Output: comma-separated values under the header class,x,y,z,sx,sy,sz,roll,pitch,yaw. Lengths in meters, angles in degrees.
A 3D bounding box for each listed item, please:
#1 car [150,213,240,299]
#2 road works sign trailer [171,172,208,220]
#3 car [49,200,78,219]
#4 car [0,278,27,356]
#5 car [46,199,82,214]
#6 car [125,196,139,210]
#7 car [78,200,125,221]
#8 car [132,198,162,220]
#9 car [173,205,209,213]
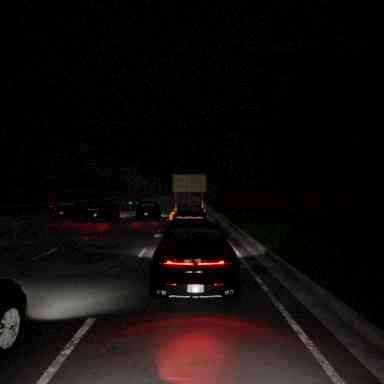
class,x,y,z,sx,sy,sz,roll,pitch,yaw
car,0.047,1.505,8.463,1.837,1.490,4.892,0,0,0
road works sign trailer,-0.187,0.464,22.721,2.380,3.560,2.880,0,0,-3
car,-10.632,1.525,29.390,1.812,1.442,4.674,0,0,-1
car,-3.414,1.504,3.143,1.837,1.490,4.892,0,0,0
car,-14.205,1.547,37.422,2.033,1.411,5.357,0,0,-1
car,-7.236,1.352,41.100,2.097,1.767,4.553,0,0,-1
car,-7.106,1.489,26.787,2.128,1.511,4.902,0,0,-1
car,-3.625,1.526,28.376,1.812,1.442,4.674,0,0,-1
car,-0.067,1.488,18.851,2.128,1.511,4.902,0,0,1
